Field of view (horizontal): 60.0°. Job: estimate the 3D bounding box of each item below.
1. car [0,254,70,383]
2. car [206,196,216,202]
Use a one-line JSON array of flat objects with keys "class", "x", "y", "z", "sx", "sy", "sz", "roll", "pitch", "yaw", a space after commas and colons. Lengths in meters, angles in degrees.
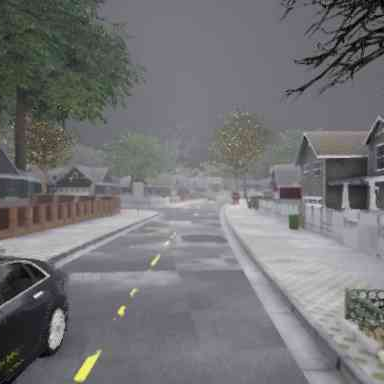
[{"class": "car", "x": -2.804, "y": 1.512, "z": 3.275, "sx": 1.837, "sy": 1.490, "sz": 4.892, "roll": 0, "pitch": 0, "yaw": 1}, {"class": "car", "x": 4.486, "y": 1.511, "z": 77.194, "sx": 1.994, "sy": 1.385, "sz": 4.181, "roll": 0, "pitch": 0, "yaw": 10}]
